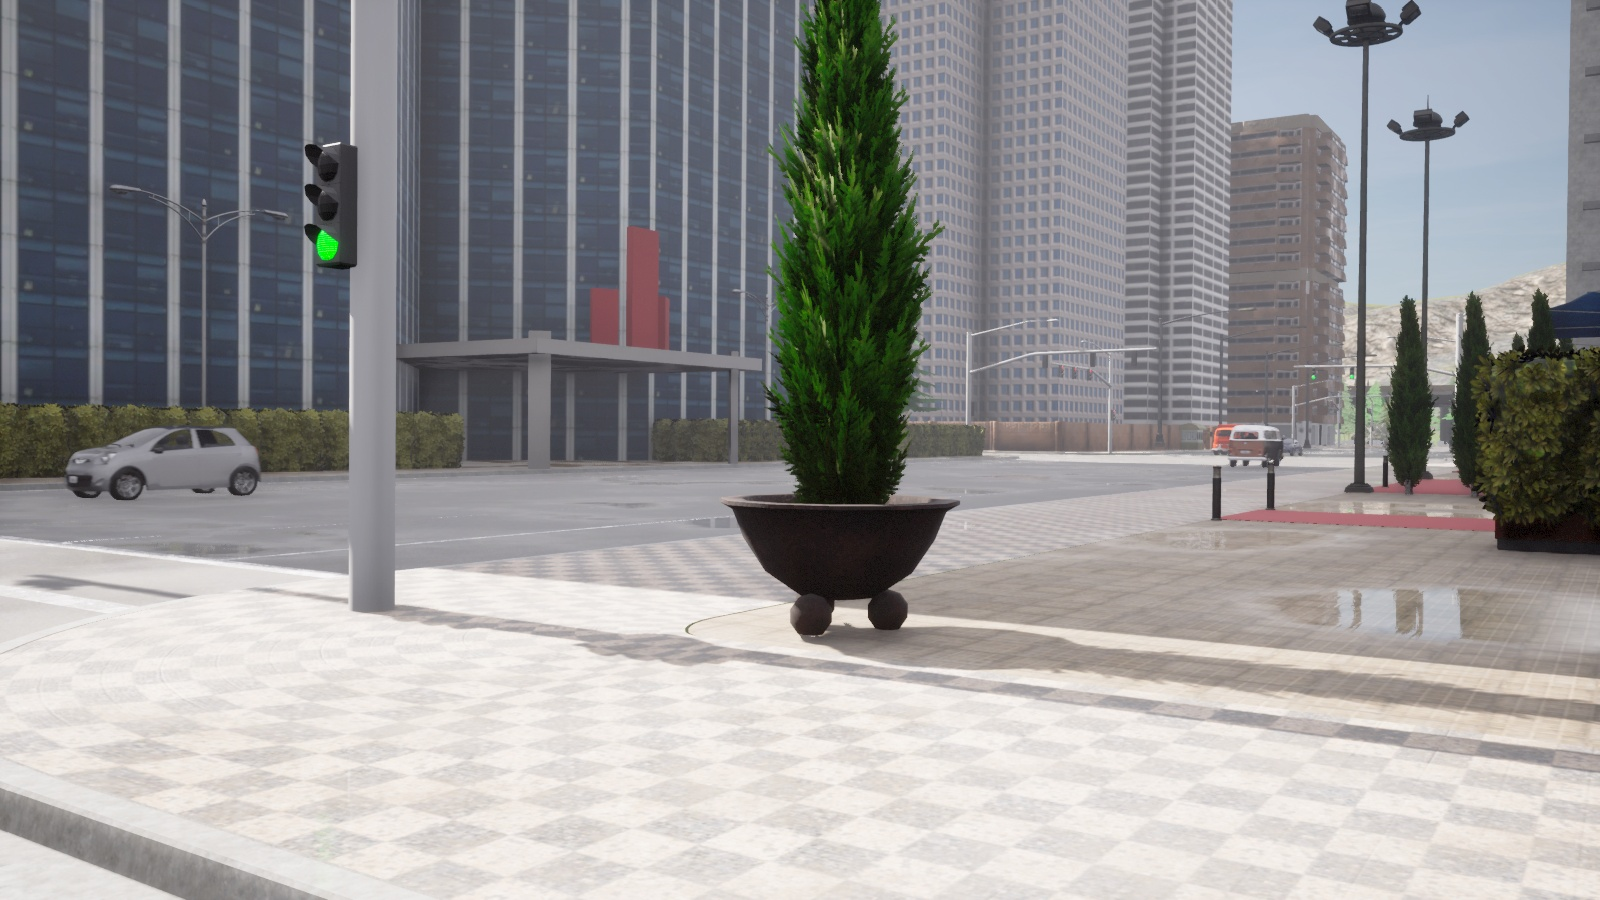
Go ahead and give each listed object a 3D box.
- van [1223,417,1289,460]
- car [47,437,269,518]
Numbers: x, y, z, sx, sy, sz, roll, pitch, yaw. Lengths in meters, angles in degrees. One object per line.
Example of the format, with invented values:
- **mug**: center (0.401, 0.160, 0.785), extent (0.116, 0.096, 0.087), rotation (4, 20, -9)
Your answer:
- **van**: center (22.399, -0.589, 61.610), extent (2.069, 2.038, 4.480), rotation (0, 1, 33)
- **car**: center (-13.225, 0.508, 26.051), extent (1.845, 1.501, 3.633), rotation (0, 1, 33)
